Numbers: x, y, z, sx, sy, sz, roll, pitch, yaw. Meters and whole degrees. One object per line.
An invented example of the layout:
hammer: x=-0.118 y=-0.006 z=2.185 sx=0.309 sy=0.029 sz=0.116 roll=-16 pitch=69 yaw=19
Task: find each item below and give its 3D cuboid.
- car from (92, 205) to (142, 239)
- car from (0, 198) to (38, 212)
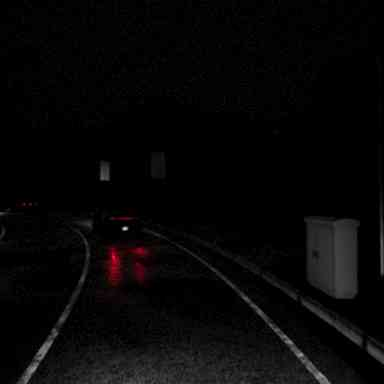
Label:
car: x=-3.911 y=1.387 z=16.924 sx=2.128 sy=1.511 sz=4.902 roll=0 pitch=0 yaw=-23
car: x=-18.347 y=1.289 z=35.052 sx=5.357 sy=1.411 sz=2.033 roll=1 pitch=0 yaw=36
